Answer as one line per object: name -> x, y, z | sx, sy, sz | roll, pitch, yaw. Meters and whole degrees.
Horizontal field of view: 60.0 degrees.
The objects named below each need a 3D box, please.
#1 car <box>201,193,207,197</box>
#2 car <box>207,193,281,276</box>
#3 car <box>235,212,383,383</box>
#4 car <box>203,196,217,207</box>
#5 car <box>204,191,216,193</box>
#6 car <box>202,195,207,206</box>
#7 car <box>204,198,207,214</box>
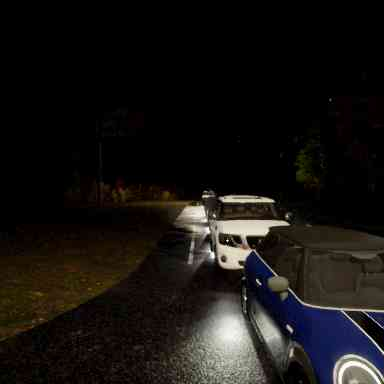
car -> 2.393, 1.275, 41.599 | 2.128, 1.511, 4.902 | 0, 0, 1
car -> 1.716, 1.160, 10.502 | 2.150, 2.045, 5.566 | 0, 0, 1
car -> 1.940, 1.338, 4.156 | 2.097, 1.767, 4.553 | 0, 0, 0
car -> 2.567, 1.314, 48.008 | 1.994, 1.385, 4.181 | 0, 0, 2
car -> 2.743, 0.938, 54.441 | 2.150, 2.045, 5.566 | 0, 0, 2
car -> 2.113, 1.322, 29.344 | 1.882, 1.535, 5.008 | 0, 0, 1
car -> 1.978, 1.380, 23.089 | 1.837, 1.490, 4.892 | 0, 0, 1
